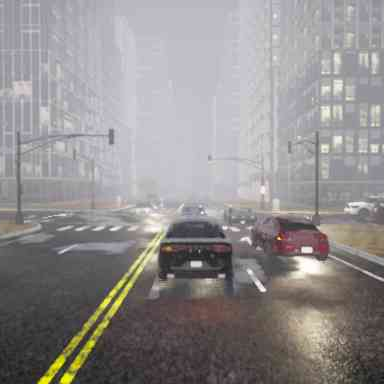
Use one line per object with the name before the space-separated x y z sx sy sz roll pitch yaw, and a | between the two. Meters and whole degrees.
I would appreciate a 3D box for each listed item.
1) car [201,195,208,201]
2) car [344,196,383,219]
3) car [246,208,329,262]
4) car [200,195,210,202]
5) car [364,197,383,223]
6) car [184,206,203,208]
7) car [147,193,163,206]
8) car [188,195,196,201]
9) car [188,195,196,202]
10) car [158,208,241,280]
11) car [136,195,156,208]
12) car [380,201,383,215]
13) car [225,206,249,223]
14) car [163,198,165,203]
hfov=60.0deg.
car | 3.243 1.475 87.703 1.812 1.442 4.674 0 0 0
car | 17.164 1.358 30.788 5.566 2.045 2.150 1 1 1
car | 3.354 1.525 12.002 1.812 1.442 4.674 0 0 0
car | 3.245 1.488 77.840 2.128 1.511 4.902 0 0 0
car | 16.200 1.534 25.023 5.009 1.841 2.192 1 0 1
car | 0.109 1.610 22.166 2.033 1.411 5.357 0 -1 0
car | -6.580 1.203 55.596 2.150 2.045 5.566 0 0 0
car | -0.006 1.504 87.293 1.994 1.385 4.181 0 0 0
car | -0.006 1.464 76.854 1.837 1.490 4.892 0 0 0
car | 0.097 1.477 9.951 1.882 1.535 5.008 0 0 0
car | -6.594 1.551 46.564 1.994 1.385 4.181 0 0 0
car | 21.808 1.661 33.310 4.829 1.417 1.752 1 0 1
car | 3.347 1.698 24.110 1.895 1.301 4.718 0 0 0
car | -6.506 1.499 65.736 1.812 1.442 4.674 0 0 0
